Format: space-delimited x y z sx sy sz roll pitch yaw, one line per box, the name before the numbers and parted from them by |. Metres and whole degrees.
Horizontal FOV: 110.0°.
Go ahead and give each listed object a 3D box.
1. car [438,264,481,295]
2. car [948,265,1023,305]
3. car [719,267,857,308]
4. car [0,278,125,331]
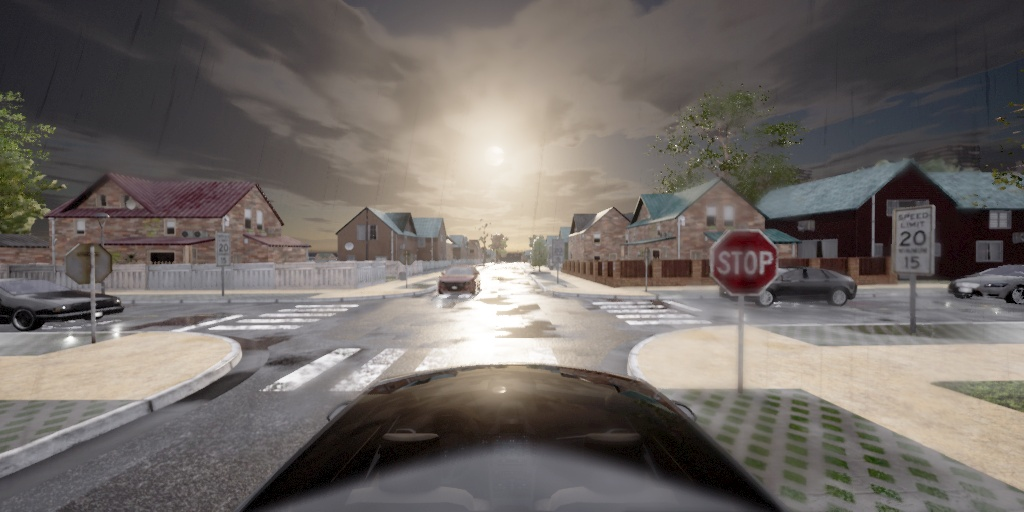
car | -2.784 1.249 19.801 1.882 1.535 5.008 0 0 0
car | 20.923 1.114 14.674 4.902 1.511 2.128 0 1 -2
car | 10.901 1.179 14.331 4.892 1.490 1.837 0 1 -3
car | -15.120 1.385 10.705 5.357 1.411 2.033 0 1 -1
